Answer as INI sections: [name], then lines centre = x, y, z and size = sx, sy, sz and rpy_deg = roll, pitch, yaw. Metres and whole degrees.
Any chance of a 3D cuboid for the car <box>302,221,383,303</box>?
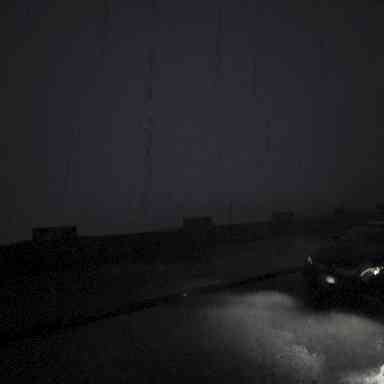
[car]
centre = 4.619, 1.465, 8.047
size = 4.674, 1.442, 1.812
rpy_deg = 0, 0, -37
